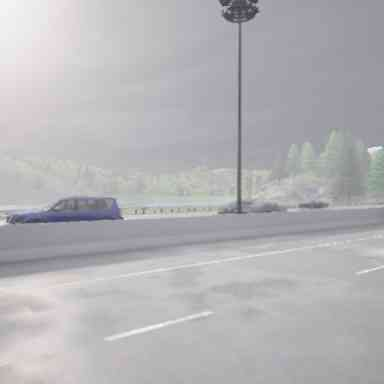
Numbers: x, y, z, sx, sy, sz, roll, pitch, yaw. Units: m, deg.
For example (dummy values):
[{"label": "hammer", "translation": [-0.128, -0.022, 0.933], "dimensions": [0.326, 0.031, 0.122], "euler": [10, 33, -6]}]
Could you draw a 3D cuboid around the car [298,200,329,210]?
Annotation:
[{"label": "car", "translation": [16.794, 1.769, 46.029], "dimensions": [4.718, 1.301, 1.895], "euler": [0, 0, -35]}]

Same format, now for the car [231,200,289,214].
[{"label": "car", "translation": [6.430, 1.643, 30.070], "dimensions": [5.357, 1.411, 2.033], "euler": [0, 0, -35]}]

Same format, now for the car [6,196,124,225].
[{"label": "car", "translation": [-6.216, 1.244, 16.753], "dimensions": [5.566, 2.045, 2.150], "euler": [1, 0, -35]}]

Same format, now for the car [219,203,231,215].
[{"label": "car", "translation": [4.841, 1.603, 33.227], "dimensions": [4.892, 1.490, 1.837], "euler": [0, 0, -35]}]
